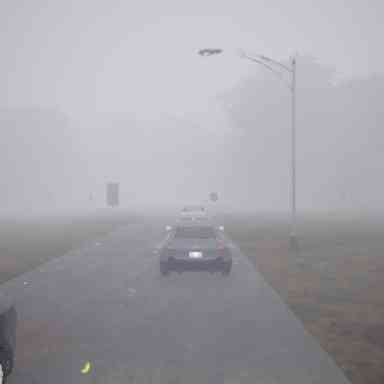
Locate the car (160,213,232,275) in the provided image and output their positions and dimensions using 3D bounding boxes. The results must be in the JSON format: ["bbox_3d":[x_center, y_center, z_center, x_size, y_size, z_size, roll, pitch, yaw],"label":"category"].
[{"bbox_3d":[0.097,1.577,10.514,1.994,1.385,4.181,0,0,0],"label":"car"}]

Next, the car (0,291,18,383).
[{"bbox_3d":[-2.850,1.504,1.784,1.837,1.490,4.892,0,0,0],"label":"car"}]

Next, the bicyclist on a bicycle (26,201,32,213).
[{"bbox_3d":[-22.612,2.059,46.160,0.582,1.620,1.656,-1,0,0],"label":"bicyclist on a bicycle"}]

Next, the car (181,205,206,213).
[{"bbox_3d":[0.099,1.688,25.562,1.895,1.301,4.718,0,0,0],"label":"car"}]
